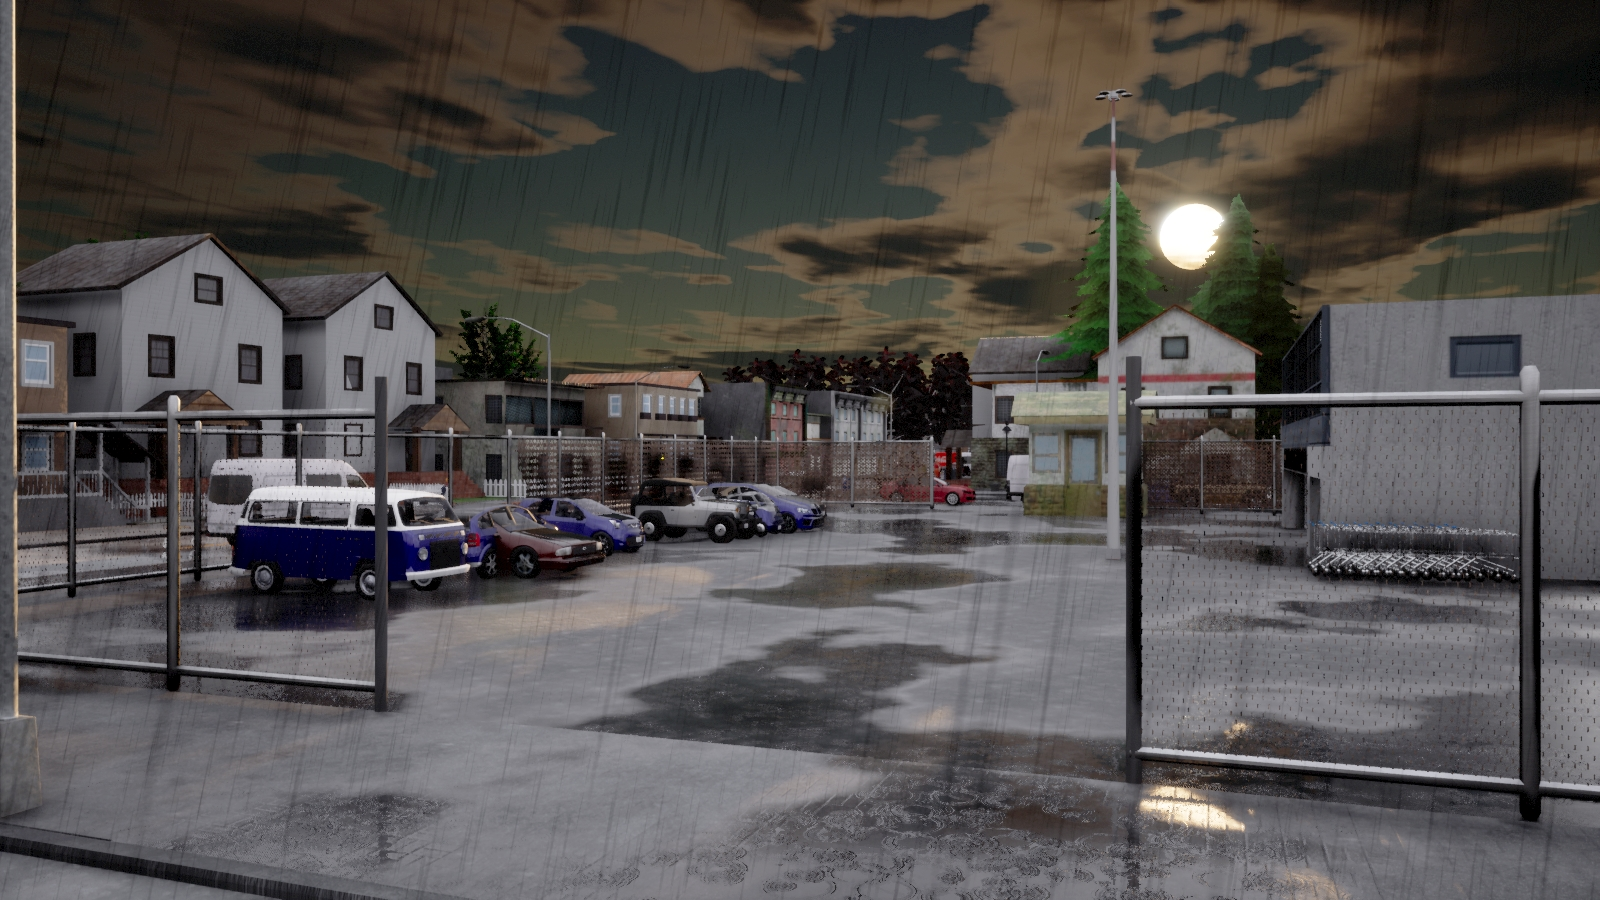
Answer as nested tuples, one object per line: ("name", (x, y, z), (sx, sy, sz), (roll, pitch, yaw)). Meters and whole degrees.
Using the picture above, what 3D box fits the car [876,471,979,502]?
("car", (6.523, 1.843, 58.394), (4.892, 1.480, 2.231), (0, 0, 19))

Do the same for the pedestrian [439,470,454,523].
("pedestrian", (-12.520, 1.633, 40.468), (0.375, 1.860, 0.375), (0, 0, 3))

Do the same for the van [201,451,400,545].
("van", (-14.853, 1.319, 34.472), (1.988, 2.561, 5.915), (0, 0, 20))
